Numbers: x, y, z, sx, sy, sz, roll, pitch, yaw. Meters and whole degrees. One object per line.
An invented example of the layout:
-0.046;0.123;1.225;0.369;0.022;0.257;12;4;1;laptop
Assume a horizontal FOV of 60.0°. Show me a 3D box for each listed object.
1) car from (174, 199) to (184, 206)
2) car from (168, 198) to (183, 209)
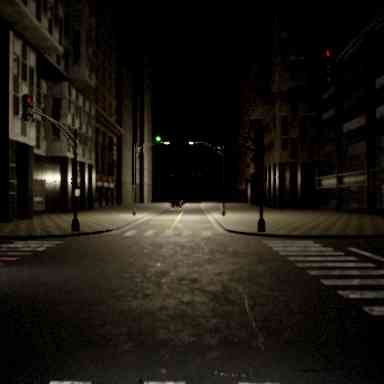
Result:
-2.683;2.216;70.312;1.994;1.385;4.181;0;-1;0;car
-2.734;2.165;58.949;2.033;1.411;5.357;0;-1;0;car
